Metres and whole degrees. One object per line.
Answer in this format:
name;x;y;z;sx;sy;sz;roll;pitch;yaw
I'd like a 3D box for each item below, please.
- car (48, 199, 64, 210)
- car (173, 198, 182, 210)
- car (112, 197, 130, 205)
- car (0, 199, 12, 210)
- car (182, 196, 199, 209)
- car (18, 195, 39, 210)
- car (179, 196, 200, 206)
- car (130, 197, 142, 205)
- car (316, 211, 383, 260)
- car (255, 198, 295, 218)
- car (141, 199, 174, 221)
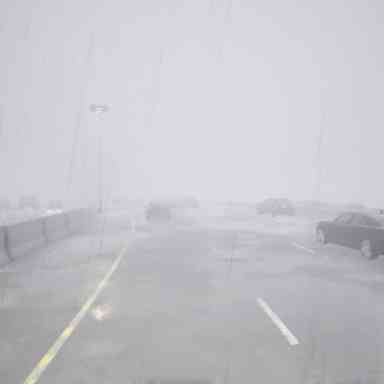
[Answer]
car;-19.794;1.708;48.390;2.128;1.511;4.902;-1;0;-19
car;-3.075;1.573;43.097;1.812;1.442;4.674;0;0;-17
car;-13.788;1.653;62.430;2.128;1.511;4.902;0;0;-25
car;-26.657;1.786;46.805;1.837;1.490;4.892;0;0;-19
car;-0.681;1.377;47.172;2.097;1.767;4.553;-1;0;-18
car;-22.968;1.471;46.914;2.150;2.045;5.566;-1;0;-19
car;-0.494;1.519;57.545;2.128;1.511;4.902;0;0;-21
car;-10.895;1.612;64.513;1.882;1.535;5.008;0;-1;-25
car;6.397;1.419;12.227;1.882;1.535;5.008;0;0;-6
car;7.302;1.291;29.762;2.097;1.767;4.553;-1;0;-12
car;-2.975;1.545;28.017;1.837;1.490;4.892;1;0;-12
